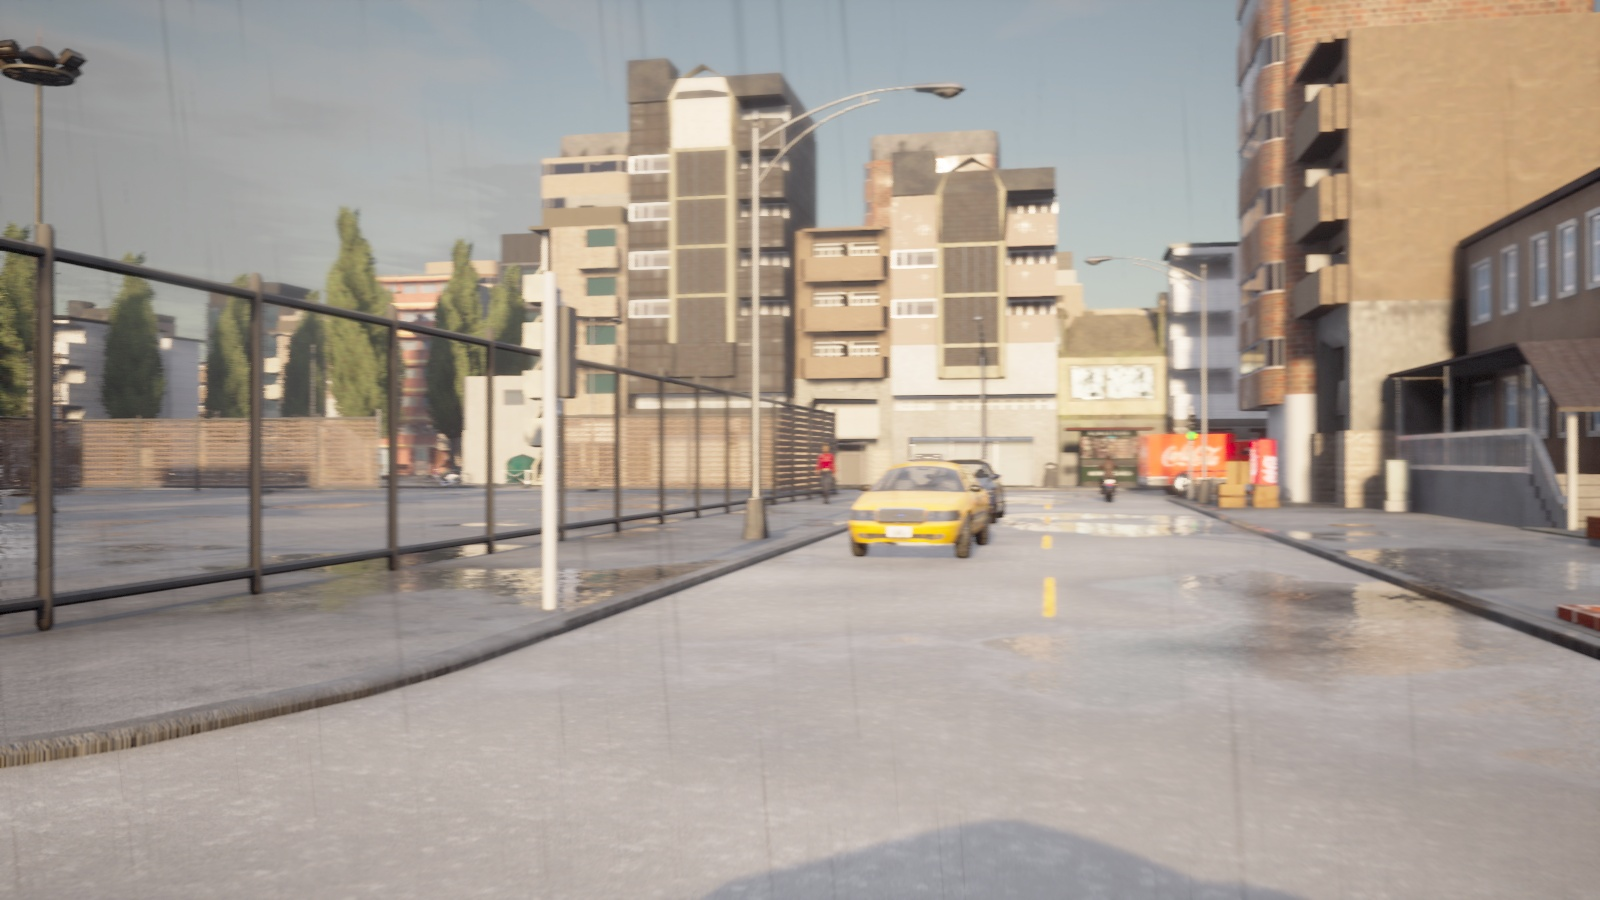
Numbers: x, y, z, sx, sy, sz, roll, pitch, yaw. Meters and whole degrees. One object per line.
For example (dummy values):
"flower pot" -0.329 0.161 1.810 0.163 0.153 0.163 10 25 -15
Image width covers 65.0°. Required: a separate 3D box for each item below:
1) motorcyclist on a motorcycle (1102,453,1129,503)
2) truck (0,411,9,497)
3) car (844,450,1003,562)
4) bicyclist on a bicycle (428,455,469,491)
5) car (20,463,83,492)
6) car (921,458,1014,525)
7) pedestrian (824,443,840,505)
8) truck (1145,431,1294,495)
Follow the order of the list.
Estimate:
"motorcyclist on a motorcycle" 10.753 0.930 42.884 0.766 1.649 2.350 -1 -1 11
"truck" -37.662 0.152 52.302 2.891 3.827 8.468 0 0 12
"car" 2.172 0.815 20.563 1.801 1.575 5.366 0 0 14
"bicyclist on a bicycle" -17.426 1.141 62.277 1.843 1.776 0.659 0 0 11
"car" -39.308 1.423 65.893 1.837 1.490 4.892 1 -1 -43
"car" 4.087 0.944 30.082 1.816 1.474 4.193 0 0 13
"pedestrian" 0.969 0.709 37.721 0.331 1.846 0.636 0 0 16
"truck" 16.649 0.509 50.164 5.204 2.467 2.627 0 0 7
